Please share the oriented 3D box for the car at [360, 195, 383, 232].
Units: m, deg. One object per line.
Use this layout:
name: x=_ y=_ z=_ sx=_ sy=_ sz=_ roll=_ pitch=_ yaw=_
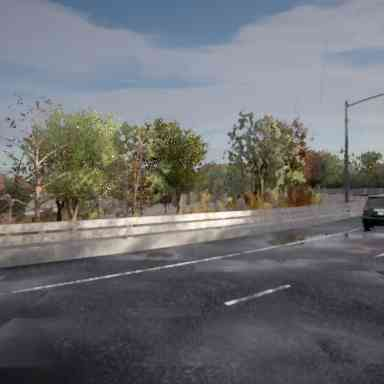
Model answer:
car: x=11.509 y=1.185 z=19.018 sx=2.150 sy=2.045 sz=5.566 roll=0 pitch=0 yaw=43
